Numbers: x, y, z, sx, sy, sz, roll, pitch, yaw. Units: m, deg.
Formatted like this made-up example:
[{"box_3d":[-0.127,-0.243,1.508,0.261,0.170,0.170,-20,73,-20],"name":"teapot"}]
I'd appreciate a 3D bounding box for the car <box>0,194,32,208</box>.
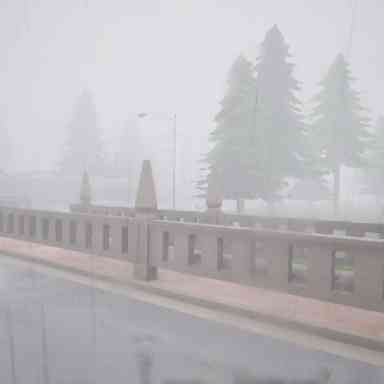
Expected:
[{"box_3d":[-17.654,0.977,31.219,1.837,1.490,4.892,1,1,38],"name":"car"}]
